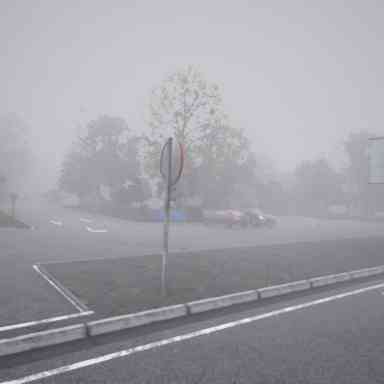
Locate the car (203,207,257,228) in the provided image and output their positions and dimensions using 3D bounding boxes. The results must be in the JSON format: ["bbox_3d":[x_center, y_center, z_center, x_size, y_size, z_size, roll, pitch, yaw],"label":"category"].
[{"bbox_3d":[2.914,2.237,28.518,2.002,1.452,4.674,3,-2,-36],"label":"car"}]

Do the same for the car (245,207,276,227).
[{"bbox_3d":[5.466,2.201,30.408,2.185,1.767,4.553,3,-2,-35],"label":"car"}]

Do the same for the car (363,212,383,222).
[{"bbox_3d":[25.350,3.378,44.390,2.002,1.452,4.674,3,-2,-35],"label":"car"}]
